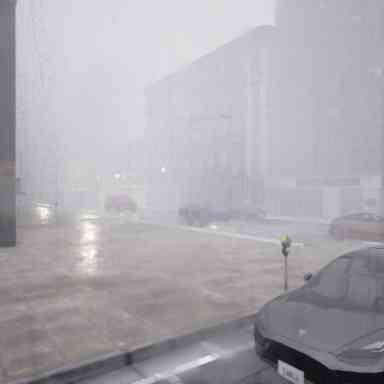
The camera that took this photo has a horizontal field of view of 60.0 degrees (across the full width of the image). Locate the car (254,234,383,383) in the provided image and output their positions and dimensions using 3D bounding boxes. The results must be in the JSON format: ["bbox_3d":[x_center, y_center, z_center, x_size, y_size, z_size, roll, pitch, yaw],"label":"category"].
[{"bbox_3d":[2.833,1.573,4.834,4.313,1.339,1.947,0,0,-36],"label":"car"}]

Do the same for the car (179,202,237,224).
[{"bbox_3d":[0.917,1.554,25.786,1.882,1.535,5.008,0,0,-35],"label":"car"}]

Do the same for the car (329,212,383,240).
[{"bbox_3d":[8.479,1.604,15.175,1.994,1.385,4.181,0,0,-35],"label":"car"}]

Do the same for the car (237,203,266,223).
[{"bbox_3d":[3.855,1.595,26.746,1.812,1.442,4.674,0,0,-36],"label":"car"}]

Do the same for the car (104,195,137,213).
[{"bbox_3d":[-8.421,1.339,38.904,2.150,2.045,5.566,0,0,-35],"label":"car"}]
